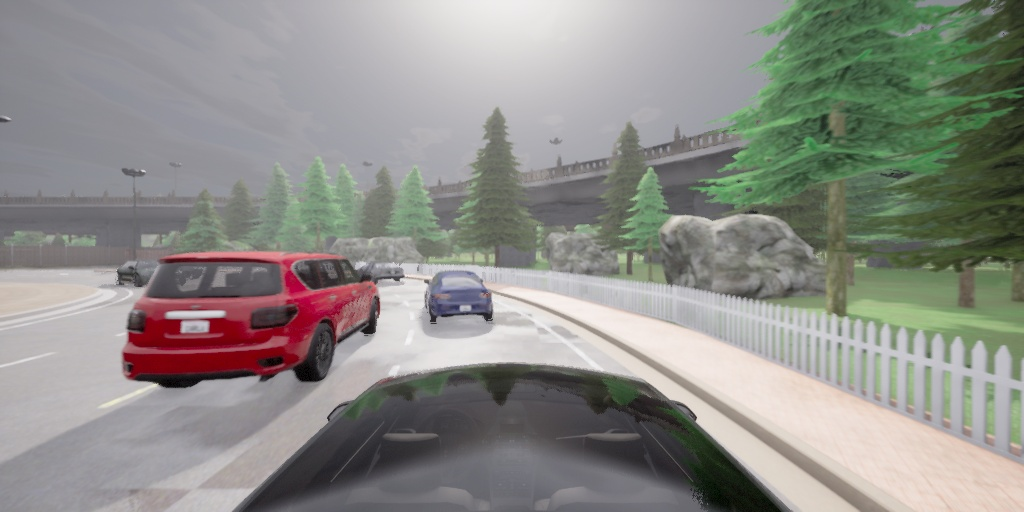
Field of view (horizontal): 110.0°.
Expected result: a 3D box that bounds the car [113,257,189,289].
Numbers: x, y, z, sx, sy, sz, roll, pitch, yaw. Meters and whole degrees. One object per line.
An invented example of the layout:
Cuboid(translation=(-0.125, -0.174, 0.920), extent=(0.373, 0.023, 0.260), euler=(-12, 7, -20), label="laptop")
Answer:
Cuboid(translation=(-22.654, 0.973, 22.475), extent=(4.553, 1.767, 2.097), euler=(0, 1, 28), label="car")

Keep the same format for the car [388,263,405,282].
Cuboid(translation=(-9.480, 1.116, 25.339), extent=(2.033, 1.411, 5.357), euler=(-1, 1, -42), label="car")

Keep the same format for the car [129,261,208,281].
Cuboid(translation=(-26.947, 1.130, 28.180), extent=(5.357, 1.411, 2.033), euler=(0, 0, 16), label="car")

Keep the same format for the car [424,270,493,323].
Cuboid(translation=(-1.851, 1.194, 11.739), extent=(1.812, 1.442, 4.674), euler=(0, 1, -16), label="car")

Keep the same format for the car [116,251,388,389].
Cuboid(translation=(-4.212, 0.935, 7.034), extent=(2.150, 2.045, 5.566), euler=(0, 1, -7), label="car")

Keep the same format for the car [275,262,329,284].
Cuboid(translation=(-15.377, 1.175, 26.129), extent=(4.718, 1.301, 1.895), euler=(0, 1, 40), label="car")
